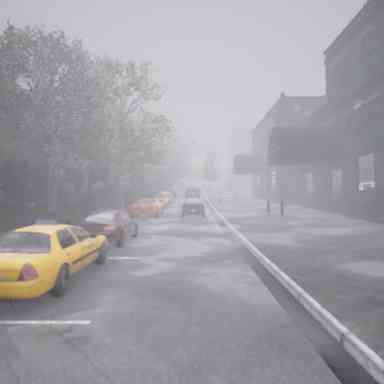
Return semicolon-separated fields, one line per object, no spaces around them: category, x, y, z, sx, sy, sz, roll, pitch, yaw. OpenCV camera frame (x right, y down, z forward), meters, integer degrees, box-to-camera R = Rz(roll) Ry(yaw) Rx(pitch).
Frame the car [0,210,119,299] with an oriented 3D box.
car;-3.643;1.473;8.650;1.946;1.575;5.366;0;1;2

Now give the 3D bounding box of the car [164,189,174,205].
car;-3.626;0.855;39.062;1.946;1.575;5.366;1;2;2

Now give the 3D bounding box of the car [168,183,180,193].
car;-3.648;-0.152;55.909;2.185;1.767;4.553;0;3;2

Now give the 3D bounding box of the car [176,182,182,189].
car;-3.648;-0.490;61.470;2.185;1.767;4.553;0;3;2

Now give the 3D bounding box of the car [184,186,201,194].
car;0.105;0.212;47.436;2.150;2.045;5.566;0;3;0

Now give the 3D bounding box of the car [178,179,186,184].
car;-3.642;-2.050;89.343;2.163;1.488;4.792;0;3;2

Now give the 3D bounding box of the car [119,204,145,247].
car;-3.650;1.500;14.787;2.002;1.452;4.674;0;0;2

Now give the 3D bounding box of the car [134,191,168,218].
car;-3.625;1.117;28.044;2.185;1.767;4.553;2;2;2

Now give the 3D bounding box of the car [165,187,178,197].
car;-3.629;0.608;44.797;2.231;1.521;4.892;1;3;2

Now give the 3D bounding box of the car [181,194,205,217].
car;0.103;1.225;28.581;1.882;1.535;5.008;0;2;0

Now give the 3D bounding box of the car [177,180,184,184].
car;-3.637;-1.403;78.375;1.946;1.575;5.366;0;3;2
